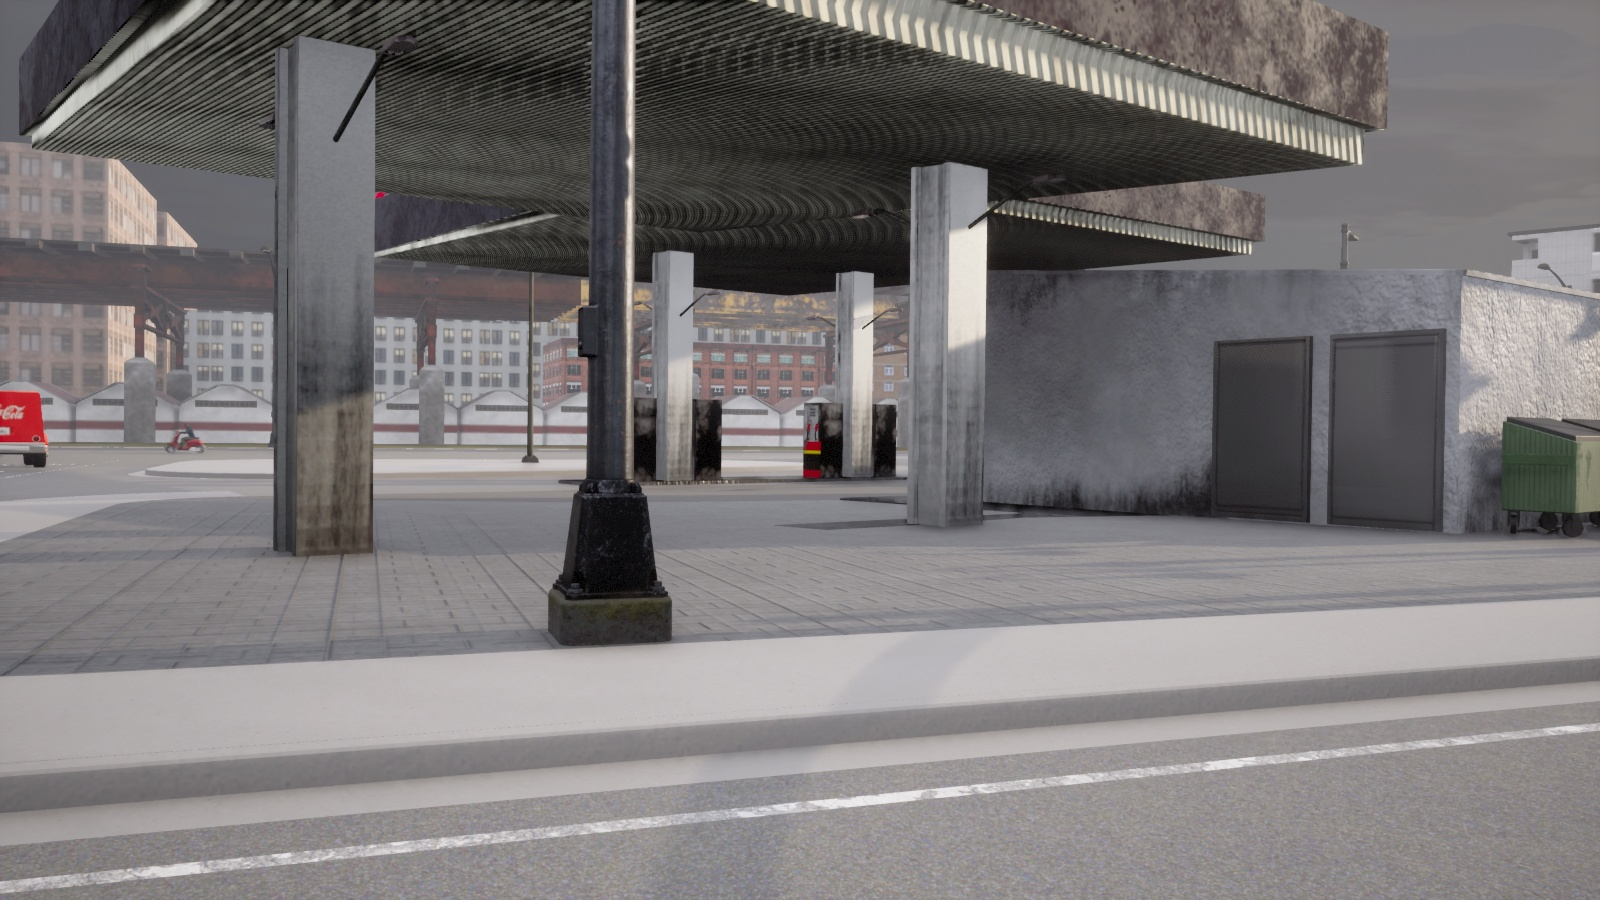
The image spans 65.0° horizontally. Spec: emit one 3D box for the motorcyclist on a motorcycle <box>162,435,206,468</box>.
[{"bbox_3d":[-30.676,0.065,62.556,1.817,1.590,0.866,-1,1,-19],"label":"motorcyclist on a motorcycle"}]

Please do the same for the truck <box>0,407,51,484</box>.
[{"bbox_3d":[-27.011,-0.108,42.445,2.627,2.467,5.204,-1,0,-34],"label":"truck"}]
